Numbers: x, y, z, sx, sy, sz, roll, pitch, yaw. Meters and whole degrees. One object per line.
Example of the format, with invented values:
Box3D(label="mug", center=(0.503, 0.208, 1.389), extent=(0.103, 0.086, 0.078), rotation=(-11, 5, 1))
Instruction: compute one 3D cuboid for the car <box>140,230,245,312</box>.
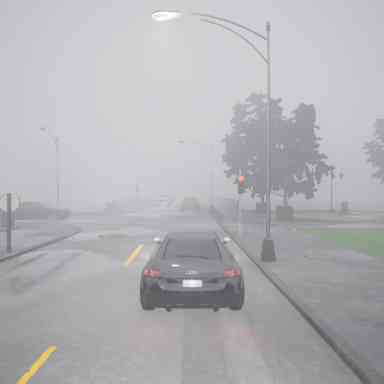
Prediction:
Box3D(label="car", center=(0.001, 1.564, 7.801), extent=(1.994, 1.385, 4.181), rotation=(0, 0, 0))

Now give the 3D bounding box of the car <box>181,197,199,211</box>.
Box3D(label="car", center=(-0.228, 1.352, 41.139), extent=(2.097, 1.767, 4.553), rotation=(0, 0, 0))

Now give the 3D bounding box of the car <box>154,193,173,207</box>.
Box3D(label="car", center=(-4.511, 1.221, 51.016), extent=(2.150, 2.045, 5.566), rotation=(0, 0, -1))

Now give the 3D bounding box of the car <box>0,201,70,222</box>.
Box3D(label="car", center=(-11.993, 1.478, 25.629), extent=(5.008, 1.535, 1.882), rotation=(0, 0, -2))

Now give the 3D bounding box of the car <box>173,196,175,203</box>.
Box3D(label="car", center=(-4.557, 1.547, 61.267), extent=(2.033, 1.411, 5.357), rotation=(0, 0, 0))

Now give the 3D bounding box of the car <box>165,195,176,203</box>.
Box3D(label="car", center=(-4.577, 1.525, 71.510), extent=(2.128, 1.511, 4.902), rotation=(0, 0, 0))
